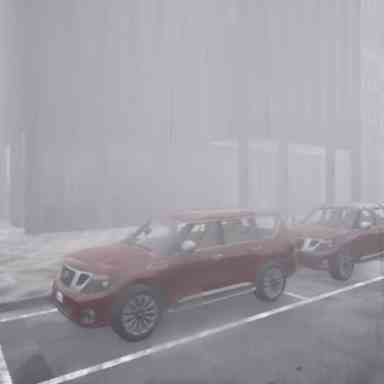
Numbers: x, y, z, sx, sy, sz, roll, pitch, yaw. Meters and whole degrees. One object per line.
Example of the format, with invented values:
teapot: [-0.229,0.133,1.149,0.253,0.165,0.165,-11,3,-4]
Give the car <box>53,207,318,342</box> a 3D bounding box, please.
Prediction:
car: [-0.007,1.299,6.641,5.009,1.841,2.192,0,0,-35]

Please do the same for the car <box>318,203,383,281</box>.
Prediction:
car: [4.559,1.276,9.898,5.009,1.841,2.192,0,0,-35]
